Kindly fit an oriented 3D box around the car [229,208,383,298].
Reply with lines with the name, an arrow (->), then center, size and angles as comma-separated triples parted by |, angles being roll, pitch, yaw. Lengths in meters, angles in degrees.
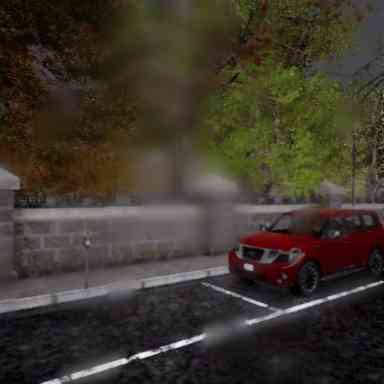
car -> 3.320, 1.394, 8.932 | 5.009, 1.841, 2.192 | 1, 0, -36
